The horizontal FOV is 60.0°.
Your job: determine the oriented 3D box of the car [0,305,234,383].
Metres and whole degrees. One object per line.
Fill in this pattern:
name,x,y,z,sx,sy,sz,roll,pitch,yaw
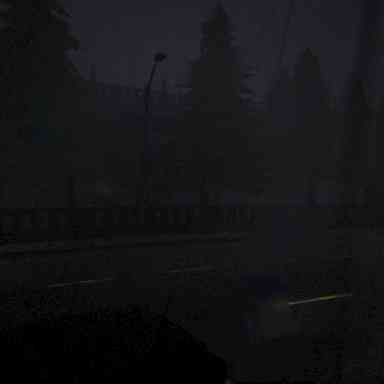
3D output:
car,-1.963,1.601,2.244,4.718,1.301,1.895,0,0,-35
